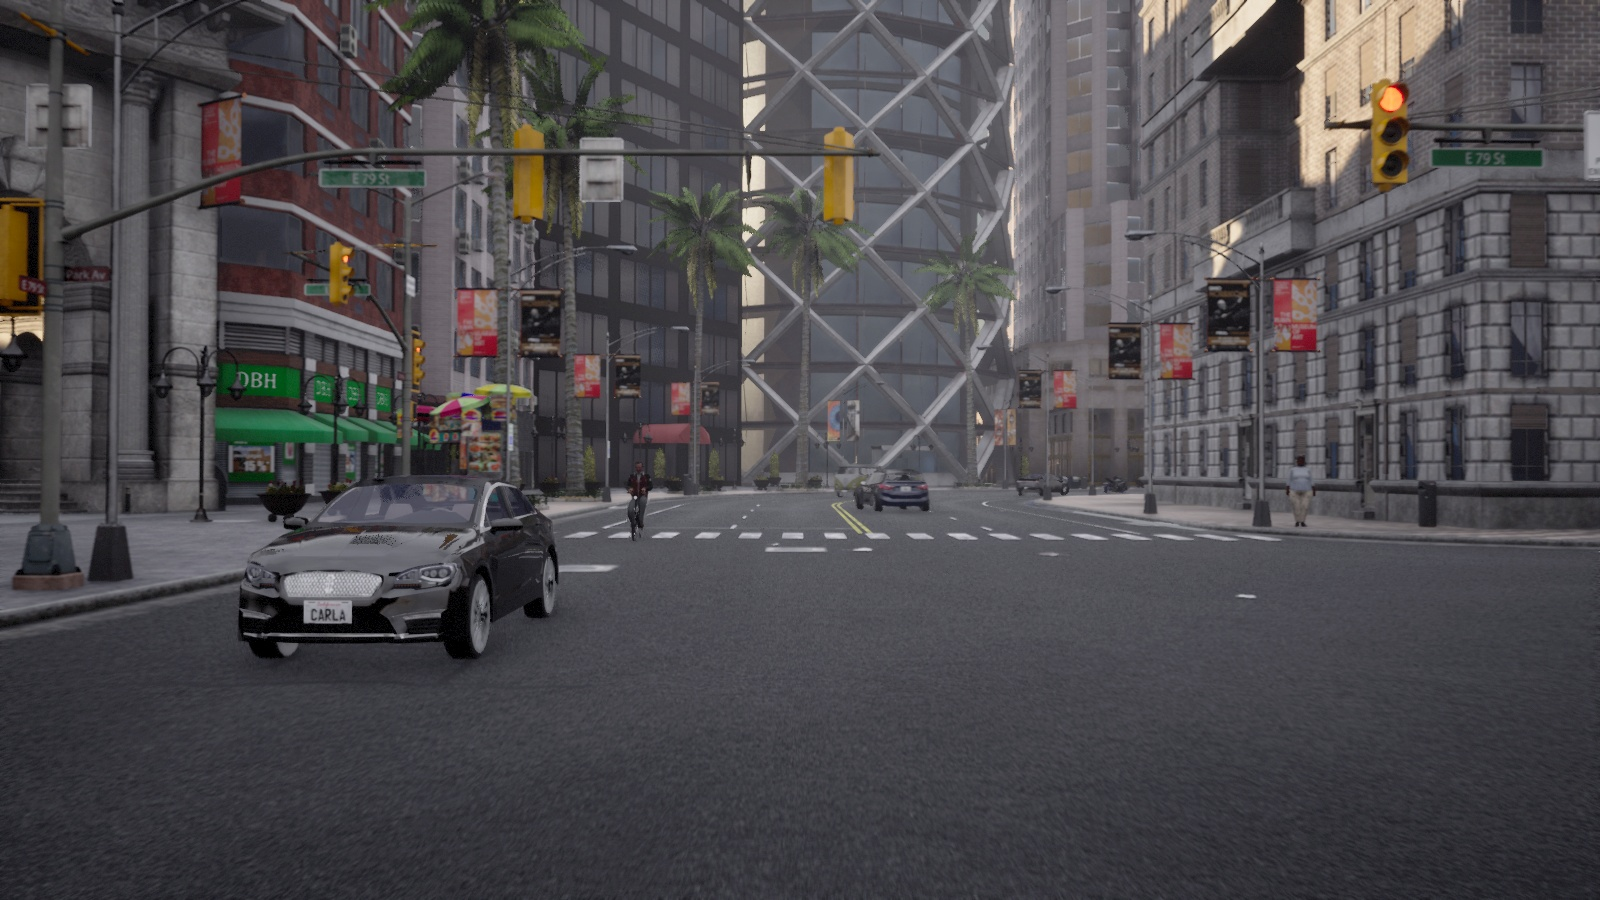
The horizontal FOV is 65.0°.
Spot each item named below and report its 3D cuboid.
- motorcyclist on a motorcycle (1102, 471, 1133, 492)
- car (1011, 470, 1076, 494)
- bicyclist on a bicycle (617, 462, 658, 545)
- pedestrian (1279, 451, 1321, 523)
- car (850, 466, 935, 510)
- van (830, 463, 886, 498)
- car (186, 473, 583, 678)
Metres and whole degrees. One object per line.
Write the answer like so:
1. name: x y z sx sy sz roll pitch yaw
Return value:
1. motorcyclist on a motorcycle: 23.324 2.301 92.273 2.191 1.530 0.866 0 -1 -29
2. car: 15.842 2.072 81.531 2.128 1.511 4.902 -1 -1 37
3. bicyclist on a bicycle: -3.568 1.163 27.688 0.659 1.776 1.843 0 -1 0
4. pedestrian: 13.073 0.969 32.861 0.874 1.855 0.900 0 -1 13
5. car: 3.662 1.492 50.628 2.242 1.667 4.611 0 -1 -11
6. van: 3.460 1.795 74.142 1.775 1.987 4.442 -1 -1 24
7. car: -3.529 0.983 11.845 2.128 1.511 4.902 0 -1 0
